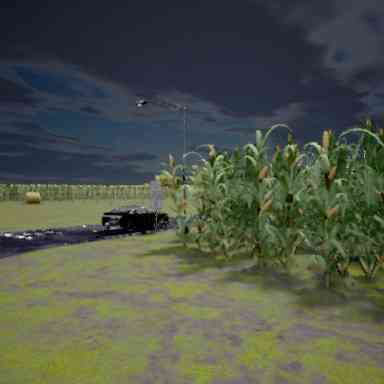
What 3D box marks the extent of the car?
[{"bbox_3d":[-3.345,1.568,20.554,2.128,1.511,4.902,1,0,34],"label":"car"}]
